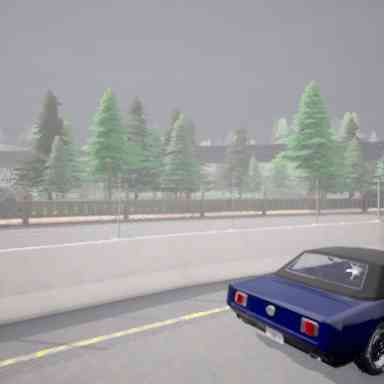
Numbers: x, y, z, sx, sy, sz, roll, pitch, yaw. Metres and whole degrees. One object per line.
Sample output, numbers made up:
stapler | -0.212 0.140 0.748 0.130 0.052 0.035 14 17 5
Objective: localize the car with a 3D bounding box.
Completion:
car | 2.974 1.592 5.523 4.718 1.301 1.895 0 0 -32
